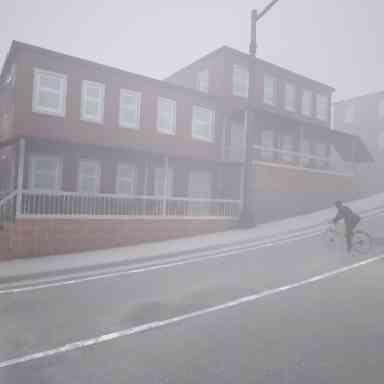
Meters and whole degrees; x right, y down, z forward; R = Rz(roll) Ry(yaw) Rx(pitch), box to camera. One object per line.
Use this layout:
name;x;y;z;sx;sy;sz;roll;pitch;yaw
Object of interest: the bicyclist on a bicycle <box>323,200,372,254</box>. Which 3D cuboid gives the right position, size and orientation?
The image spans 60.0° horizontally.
bicyclist on a bicycle;4.779;1.081;10.396;0.582;1.620;1.656;-5;1;-34
